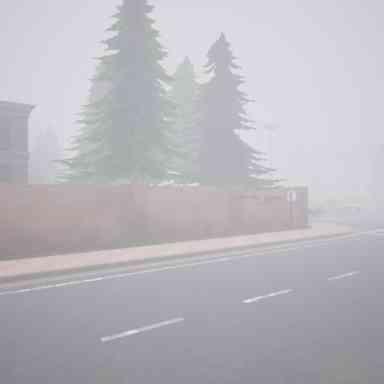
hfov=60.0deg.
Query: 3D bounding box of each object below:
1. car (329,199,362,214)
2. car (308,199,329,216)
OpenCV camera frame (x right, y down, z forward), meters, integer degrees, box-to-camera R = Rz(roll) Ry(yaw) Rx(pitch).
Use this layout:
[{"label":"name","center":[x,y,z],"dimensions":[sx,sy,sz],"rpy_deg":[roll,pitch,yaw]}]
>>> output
[{"label":"car","center":[15.507,1.477,35.569],"dimensions":[1.882,1.535,5.008],"rpy_deg":[0,0,-35]},{"label":"car","center":[9.767,1.547,31.526],"dimensions":[2.033,1.411,5.357],"rpy_deg":[0,0,-34]}]
